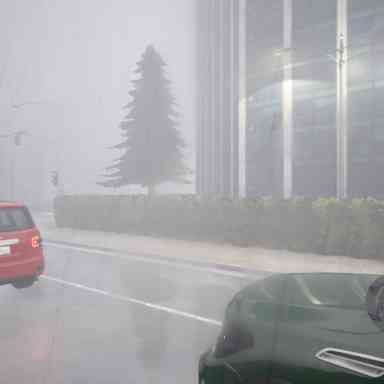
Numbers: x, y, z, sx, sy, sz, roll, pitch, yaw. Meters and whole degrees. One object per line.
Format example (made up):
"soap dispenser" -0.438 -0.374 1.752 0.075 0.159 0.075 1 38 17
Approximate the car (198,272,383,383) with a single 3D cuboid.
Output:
"car" 2.711 1.221 2.057 5.566 2.045 2.150 0 0 36

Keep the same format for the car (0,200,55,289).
"car" -5.762 1.221 8.033 5.566 2.045 2.150 0 0 38

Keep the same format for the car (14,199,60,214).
"car" -17.214 1.564 37.021 1.994 1.385 4.181 0 0 36
